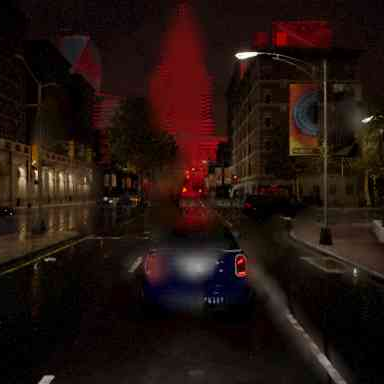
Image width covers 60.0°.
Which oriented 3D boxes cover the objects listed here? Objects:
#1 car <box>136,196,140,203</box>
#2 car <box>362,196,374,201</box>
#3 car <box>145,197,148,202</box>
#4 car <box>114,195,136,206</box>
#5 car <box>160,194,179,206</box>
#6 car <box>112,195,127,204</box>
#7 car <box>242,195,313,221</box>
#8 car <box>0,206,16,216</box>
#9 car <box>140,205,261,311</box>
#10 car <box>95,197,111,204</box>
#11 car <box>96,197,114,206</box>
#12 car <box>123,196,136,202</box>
[{"bbox_3d":[-11.291,1.565,65.913,1.882,1.535,5.008,0,0,1],"label":"car"},{"bbox_3d":[34.693,1.573,68.645,2.231,1.521,4.892,0,0,0],"label":"car"},{"bbox_3d":[-11.226,1.654,75.786,1.994,1.385,4.181,0,0,0],"label":"car"},{"bbox_3d":[-11.378,1.601,56.765,1.812,1.442,4.674,0,0,0],"label":"car"},{"bbox_3d":[-3.185,1.285,47.480,2.150,2.045,5.566,1,0,5],"label":"car"},{"bbox_3d":[-14.755,1.443,68.050,2.097,1.767,4.553,0,0,0],"label":"car"},{"bbox_3d":[6.852,1.257,26.955,5.566,2.045,2.150,0,0,0],"label":"car"},{"bbox_3d":[-19.230,1.588,30.478,5.357,1.411,2.033,0,0,-2],"label":"car"},{"bbox_3d":[0.102,1.363,7.929,2.097,1.767,4.553,0,0,0],"label":"car"},{"bbox_3d":[-18.006,1.685,67.443,1.895,1.301,4.718,0,0,0],"label":"car"},{"bbox_3d":[-14.868,1.625,57.940,2.033,1.411,5.357,0,0,1],"label":"car"},{"bbox_3d":[-14.717,1.630,78.451,2.128,1.511,4.902,0,0,0],"label":"car"}]
